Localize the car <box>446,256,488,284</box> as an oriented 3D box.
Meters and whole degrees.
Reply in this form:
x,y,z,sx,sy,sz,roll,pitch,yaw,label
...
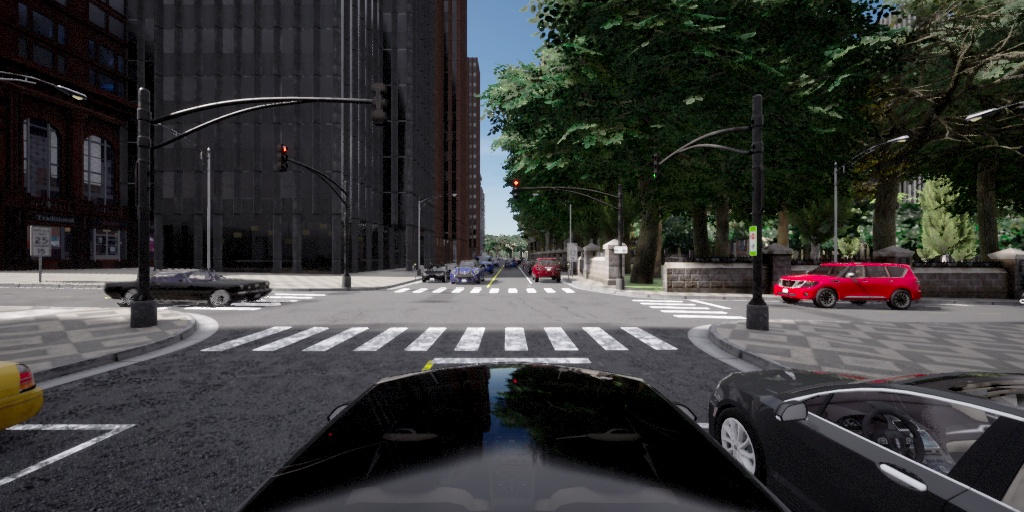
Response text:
x,y,z,sx,sy,sz,roll,pitch,yaw,label
-3.248,1.111,26.848,2.097,1.767,4.553,0,0,1,car

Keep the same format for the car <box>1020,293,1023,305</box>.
x,y,z,sx,sy,sz,roll,pitch,yaw,label
26.998,1.829,16.736,4.892,1.490,1.837,0,0,0,car

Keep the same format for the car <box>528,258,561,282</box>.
x,y,z,sx,sy,sz,roll,pitch,yaw,label
2.673,1.075,28.450,2.192,1.841,5.009,0,0,0,car

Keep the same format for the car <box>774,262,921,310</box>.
x,y,z,sx,sy,sz,roll,pitch,yaw,label
15.441,1.313,16.638,5.566,2.045,2.150,1,0,-1,car

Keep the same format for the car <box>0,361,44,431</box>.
x,y,z,sx,sy,sz,roll,pitch,yaw,label
-5.760,1.275,1.577,1.751,1.417,4.829,0,0,0,car

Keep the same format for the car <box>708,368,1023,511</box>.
x,y,z,sx,sy,sz,roll,pitch,yaw,label
2.764,1.300,1.785,2.007,1.370,4.403,0,0,0,car

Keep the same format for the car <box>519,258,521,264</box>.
x,y,z,sx,sy,sz,roll,pitch,yaw,label
2.581,1.230,55.732,1.967,1.591,4.097,0,0,0,car

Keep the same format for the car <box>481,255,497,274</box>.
x,y,z,sx,sy,sz,roll,pitch,yaw,label
-3.231,0.986,40.904,2.150,2.045,5.566,0,1,0,car

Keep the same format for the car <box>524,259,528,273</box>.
x,y,z,sx,sy,sz,roll,pitch,yaw,label
2.636,1.338,39.362,1.948,1.339,4.313,0,0,0,car

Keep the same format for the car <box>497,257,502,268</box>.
x,y,z,sx,sy,sz,roll,pitch,yaw,label
-3.210,1.148,62.549,2.097,1.767,4.553,0,0,0,car

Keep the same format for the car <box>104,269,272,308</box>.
x,y,z,sx,sy,sz,roll,pitch,yaw,label
-11.804,1.157,13.377,4.718,1.301,1.895,1,0,-3,car

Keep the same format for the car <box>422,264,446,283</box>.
x,y,z,sx,sy,sz,roll,pitch,yaw,label
-5.852,1.326,28.411,1.948,1.339,4.313,0,0,0,car

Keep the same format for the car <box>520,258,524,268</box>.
x,y,z,sx,sy,sz,roll,pitch,yaw,label
2.599,1.335,50.275,2.007,1.370,4.403,0,0,0,car

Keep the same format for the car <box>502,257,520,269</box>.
x,y,z,sx,sy,sz,roll,pitch,yaw,label
-0.140,1.146,58.667,2.097,1.767,4.553,0,0,0,car

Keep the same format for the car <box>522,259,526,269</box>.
x,y,z,sx,sy,sz,roll,pitch,yaw,label
2.618,1.329,44.818,2.007,1.370,4.403,0,0,0,car
